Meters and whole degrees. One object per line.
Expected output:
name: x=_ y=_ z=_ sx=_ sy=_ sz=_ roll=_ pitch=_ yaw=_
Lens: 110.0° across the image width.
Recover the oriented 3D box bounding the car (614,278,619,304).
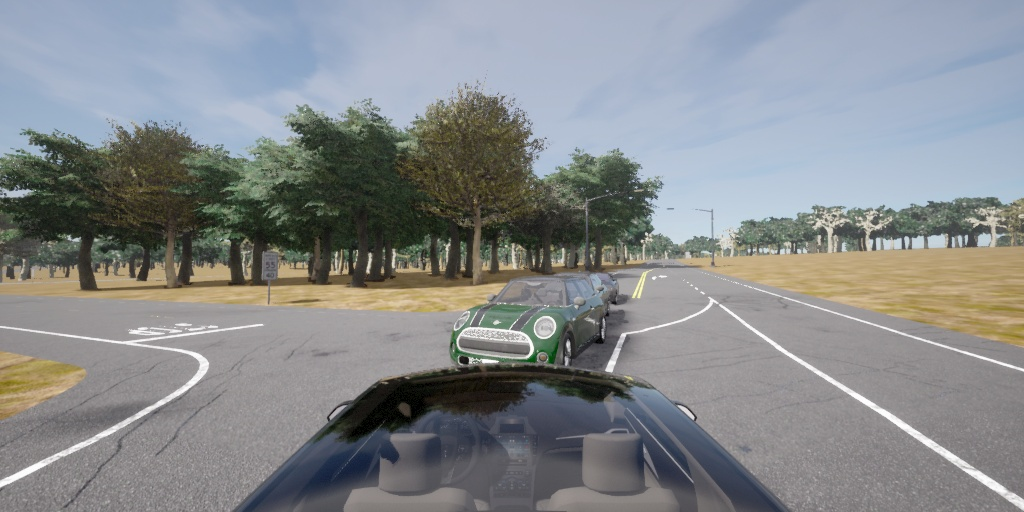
car: x=4.229 y=1.509 z=17.814 sx=1.994 sy=1.385 sz=4.181 roll=-1 pitch=0 yaw=19

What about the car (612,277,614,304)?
car: x=2.032 y=1.344 z=12.088 sx=2.097 sy=1.767 sz=4.553 roll=-1 pitch=-1 yaw=21

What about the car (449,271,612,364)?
car: x=0.624 y=1.218 z=7.776 sx=2.097 sy=1.767 sz=4.553 roll=-1 pitch=-2 yaw=26
